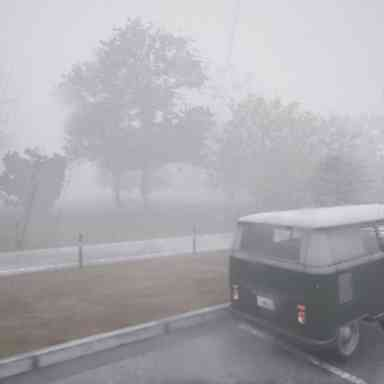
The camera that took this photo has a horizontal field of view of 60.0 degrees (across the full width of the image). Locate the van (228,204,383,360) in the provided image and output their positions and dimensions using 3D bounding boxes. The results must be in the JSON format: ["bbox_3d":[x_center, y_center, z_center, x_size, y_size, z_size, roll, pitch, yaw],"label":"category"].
[{"bbox_3d":[2.781,1.264,5.971,4.442,1.987,1.878,-1,0,-36],"label":"van"}]
